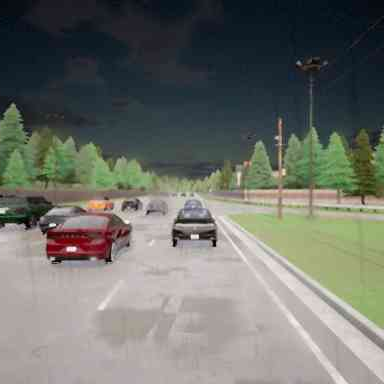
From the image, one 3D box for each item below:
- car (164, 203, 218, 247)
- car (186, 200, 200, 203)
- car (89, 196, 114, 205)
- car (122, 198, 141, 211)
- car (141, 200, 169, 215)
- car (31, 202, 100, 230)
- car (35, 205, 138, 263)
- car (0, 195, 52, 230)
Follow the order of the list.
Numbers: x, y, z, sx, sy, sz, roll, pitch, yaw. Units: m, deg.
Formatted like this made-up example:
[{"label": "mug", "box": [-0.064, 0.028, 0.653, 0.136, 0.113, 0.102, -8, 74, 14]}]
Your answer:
[{"label": "car", "box": [0.108, 1.462, 14.944, 2.128, 1.511, 4.902, 0, 0, 0]}, {"label": "car", "box": [0.116, 1.483, 33.144, 2.033, 1.411, 5.357, 0, 0, 0]}, {"label": "car", "box": [-10.381, 1.277, 38.272, 2.097, 1.767, 4.553, 0, 0, 0]}, {"label": "car", "box": [-6.883, 1.430, 38.592, 1.837, 1.490, 4.892, 0, 0, 0]}, {"label": "car", "box": [-3.384, 1.483, 33.064, 2.033, 1.411, 5.357, 0, 0, 0]}, {"label": "car", "box": [-6.903, 1.489, 18.736, 1.812, 1.442, 4.674, 0, 0, 0]}, {"label": "car", "box": [-3.394, 1.454, 11.840, 1.882, 1.535, 5.008, 0, 0, 0]}, {"label": "car", "box": [-10.389, 1.180, 21.038, 2.150, 2.045, 5.566, 0, 0, 0]}]
